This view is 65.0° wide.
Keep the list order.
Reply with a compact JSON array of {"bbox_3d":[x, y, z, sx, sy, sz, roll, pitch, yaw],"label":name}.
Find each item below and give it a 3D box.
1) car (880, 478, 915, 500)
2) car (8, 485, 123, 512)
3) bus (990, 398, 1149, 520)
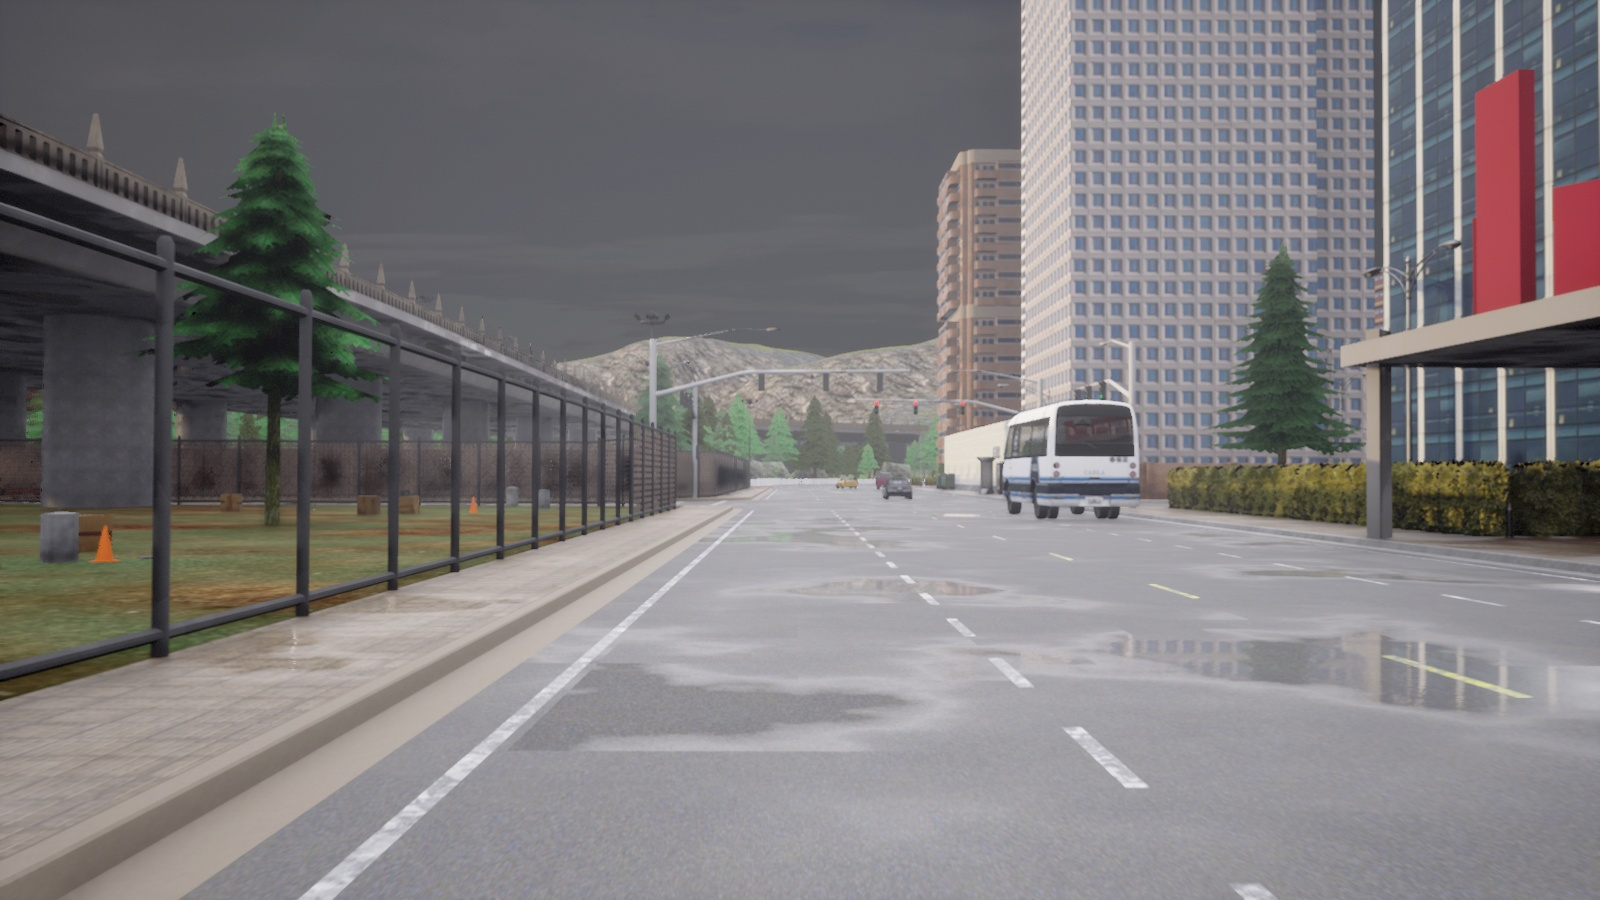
[{"bbox_3d":[6.541,2.601,84.763,2.033,1.411,5.357,0,-1,1],"label":"car"},{"bbox_3d":[-37.208,2.454,63.698,4.718,1.301,1.895,0,-1,0],"label":"car"},{"bbox_3d":[10.211,0.423,49.151,3.944,4.253,10.273,0,-1,0],"label":"bus"}]
